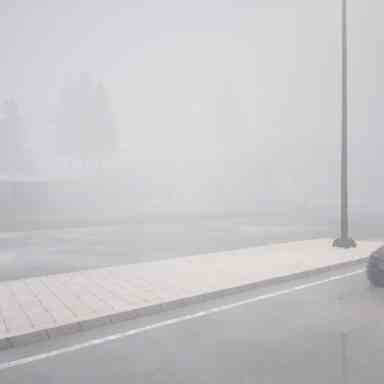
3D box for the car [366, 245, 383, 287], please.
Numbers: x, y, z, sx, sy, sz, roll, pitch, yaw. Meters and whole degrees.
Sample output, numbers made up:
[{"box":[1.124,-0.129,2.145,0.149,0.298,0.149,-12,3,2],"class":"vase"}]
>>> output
[{"box":[6.090,1.564,8.089,4.181,1.385,1.994,0,0,-35],"class":"car"}]
